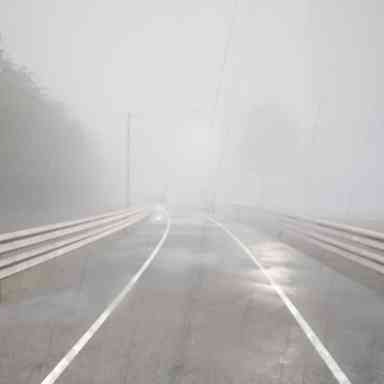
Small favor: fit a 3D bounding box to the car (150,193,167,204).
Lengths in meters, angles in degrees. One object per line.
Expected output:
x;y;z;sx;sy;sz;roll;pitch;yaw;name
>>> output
-6.138;1.179;60.931;2.150;2.045;5.566;0;0;-18;car
